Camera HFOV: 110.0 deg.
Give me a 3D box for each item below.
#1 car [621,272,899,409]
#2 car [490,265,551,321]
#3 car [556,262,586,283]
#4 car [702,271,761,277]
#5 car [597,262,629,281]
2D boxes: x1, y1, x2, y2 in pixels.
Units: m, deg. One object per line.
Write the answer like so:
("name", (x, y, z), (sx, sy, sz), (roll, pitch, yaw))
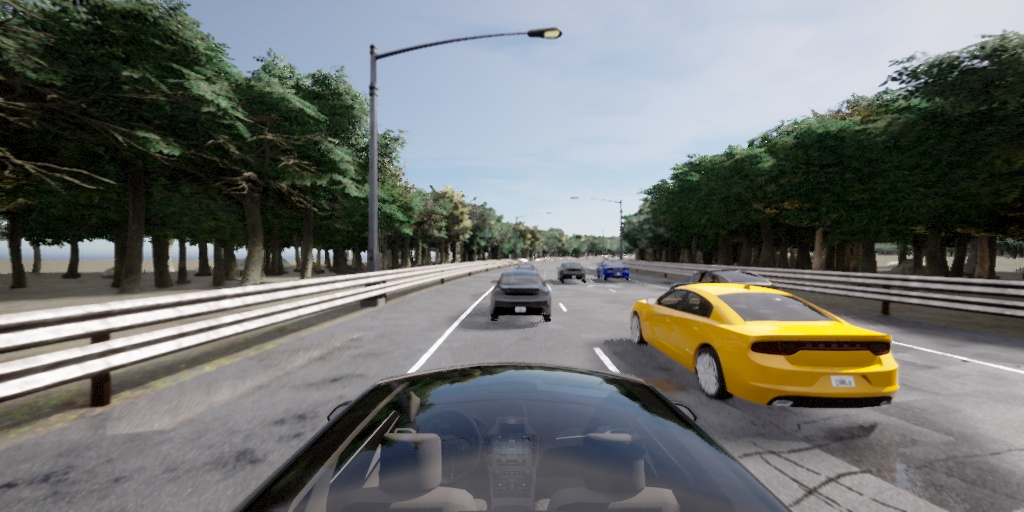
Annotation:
("car", (3.684, 1.225, 6.433), (1.882, 1.535, 5.008), (0, 0, 1))
("car", (0.311, 1.242, 12.428), (1.837, 1.490, 4.892), (0, 0, 2))
("car", (4.569, 1.228, 27.915), (1.837, 1.490, 4.892), (0, 0, 4))
("car", (7.321, 1.247, 12.696), (1.837, 1.490, 4.892), (0, 0, 2))
("car", (8.179, 1.202, 29.403), (1.882, 1.535, 5.008), (0, 0, 4))
